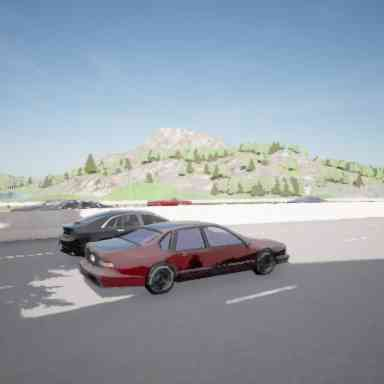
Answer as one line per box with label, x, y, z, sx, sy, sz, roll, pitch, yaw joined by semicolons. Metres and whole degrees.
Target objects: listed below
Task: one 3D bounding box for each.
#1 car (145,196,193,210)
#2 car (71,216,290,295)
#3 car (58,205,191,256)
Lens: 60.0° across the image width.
car;-2.428;1.161;35.569;4.718;1.301;1.895;0;1;-30
car;0.016;1.444;8.389;5.357;1.411;2.033;0;1;-33
car;-1.802;1.356;11.039;4.892;1.490;1.837;0;0;-34
